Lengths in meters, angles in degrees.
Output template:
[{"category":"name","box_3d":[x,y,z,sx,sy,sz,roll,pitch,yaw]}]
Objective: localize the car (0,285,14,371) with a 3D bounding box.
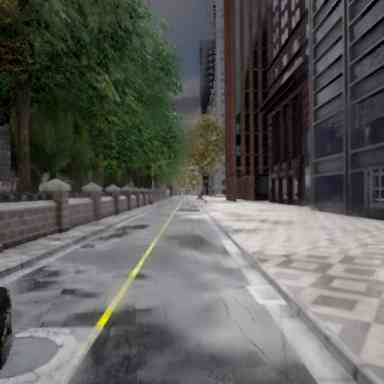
[{"category":"car","box_3d":[-3.013,1.504,1.858,1.882,1.535,5.008,-1,0,-1]}]
